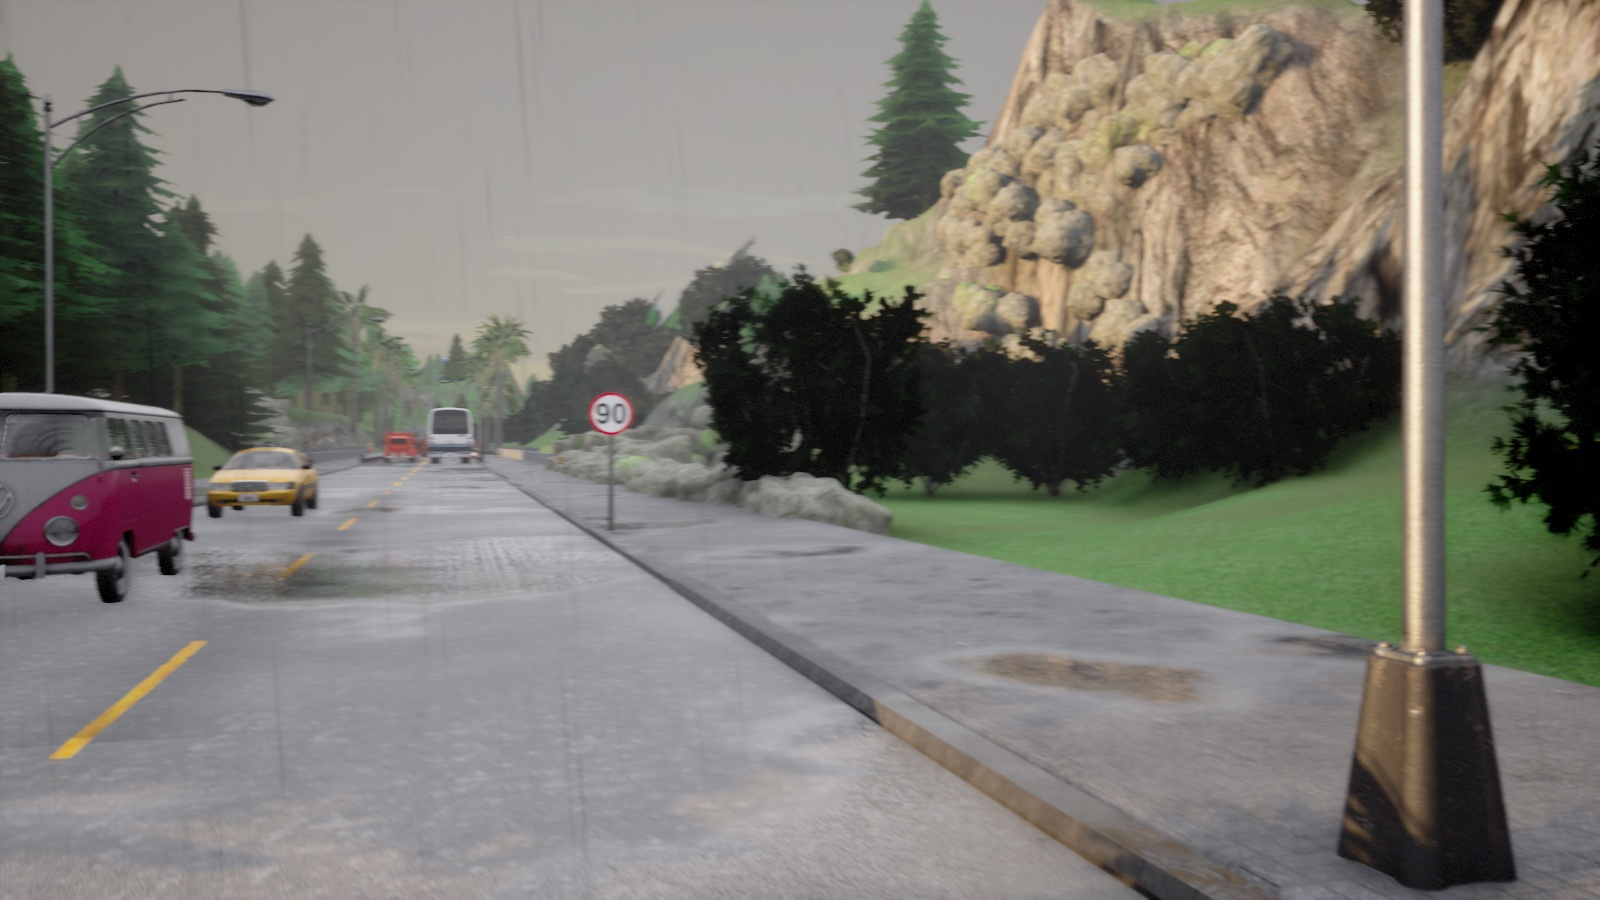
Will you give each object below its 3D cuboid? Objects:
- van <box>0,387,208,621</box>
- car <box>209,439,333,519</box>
[{"bbox_3d":[-7.428,0.445,12.800,1.775,1.987,4.442,0,0,-15],"label":"van"},{"bbox_3d":[-11.432,0.562,27.451,1.801,1.575,5.366,0,0,-15],"label":"car"}]
